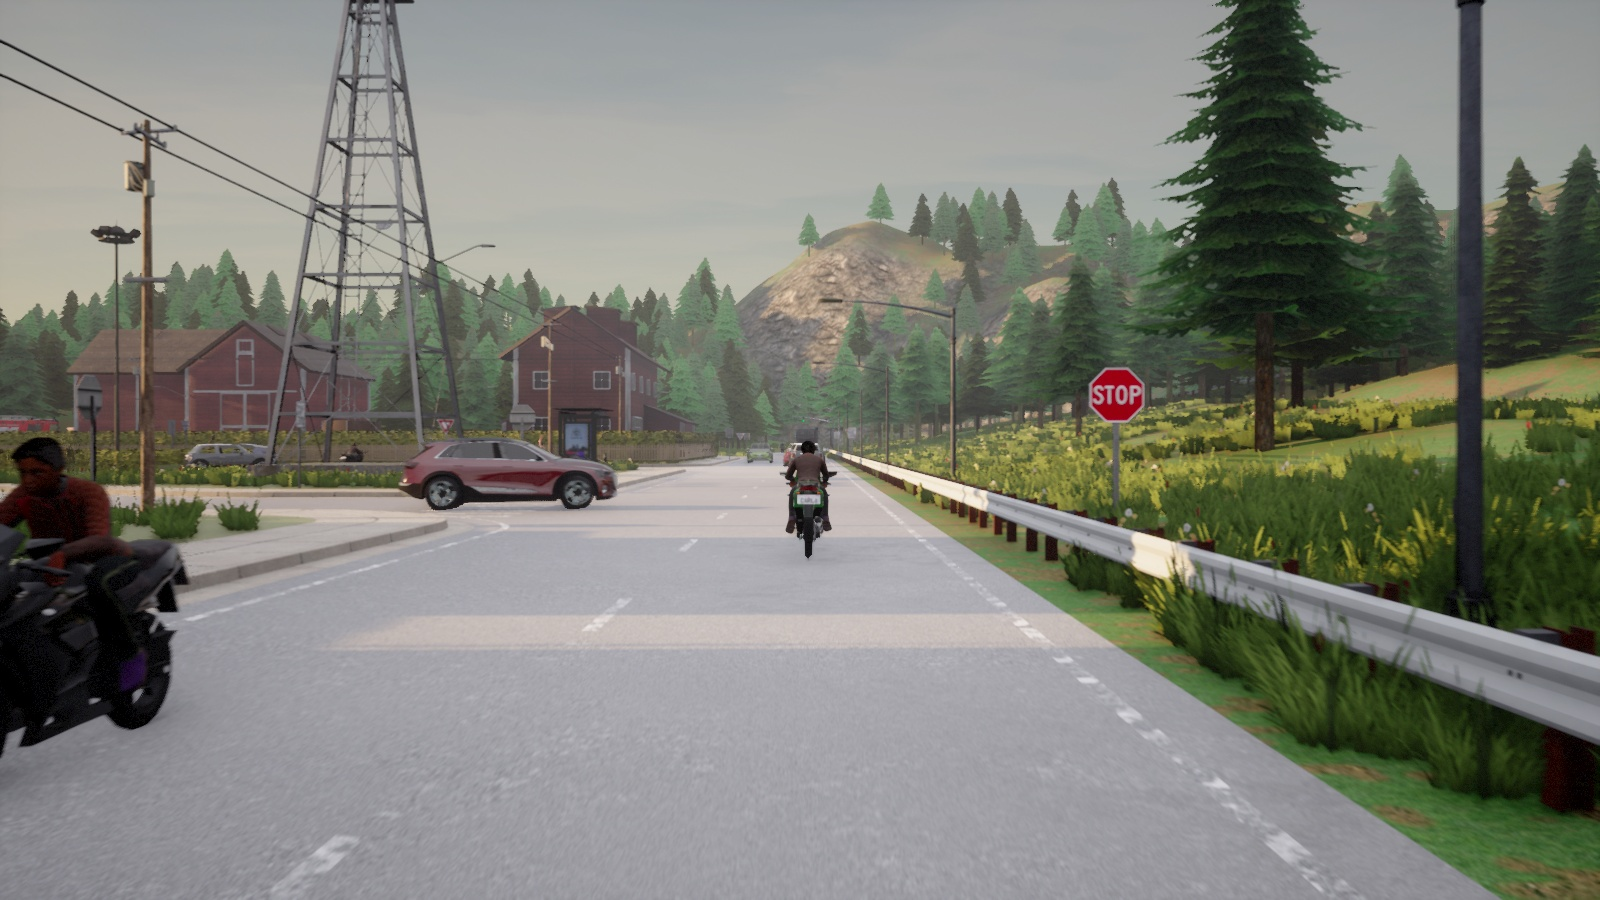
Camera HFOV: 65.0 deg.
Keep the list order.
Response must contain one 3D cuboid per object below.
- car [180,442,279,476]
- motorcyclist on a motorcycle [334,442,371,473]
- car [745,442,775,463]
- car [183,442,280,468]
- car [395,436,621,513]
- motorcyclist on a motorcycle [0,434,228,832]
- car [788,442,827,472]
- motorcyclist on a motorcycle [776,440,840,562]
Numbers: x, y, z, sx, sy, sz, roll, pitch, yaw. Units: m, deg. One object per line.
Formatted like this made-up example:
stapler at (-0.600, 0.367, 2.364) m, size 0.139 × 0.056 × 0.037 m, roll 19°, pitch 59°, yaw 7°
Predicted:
car at (-25.717, 0.372, 56.616) m, size 3.806 × 1.475 × 1.970 m, roll 0°, pitch 0°, yaw -34°
motorcyclist on a motorcycle at (-22.432, 0.356, 62.992) m, size 0.797 × 1.523 × 2.044 m, roll 0°, pitch 0°, yaw 11°
car at (-2.952, 0.163, 93.684) m, size 2.007 × 1.525 × 4.514 m, roll 0°, pitch 0°, yaw 0°
car at (-33.715, 0.299, 74.560) m, size 4.792 × 1.488 × 2.163 m, roll 0°, pitch 0°, yaw 0°
car at (-6.543, 0.511, 28.648) m, size 4.856 × 1.649 × 2.033 m, roll 0°, pitch 1°, yaw -8°
motorcyclist on a motorcycle at (-3.453, 0.694, 5.666) m, size 0.797 × 1.523 × 2.044 m, roll 0°, pitch 0°, yaw 0°
car at (0.382, 0.348, 64.643) m, size 1.970 × 1.475 × 3.806 m, roll 0°, pitch 0°, yaw 1°
motorcyclist on a motorcycle at (0.110, 0.635, 16.682) m, size 0.797 × 1.523 × 2.044 m, roll 0°, pitch 0°, yaw 0°
